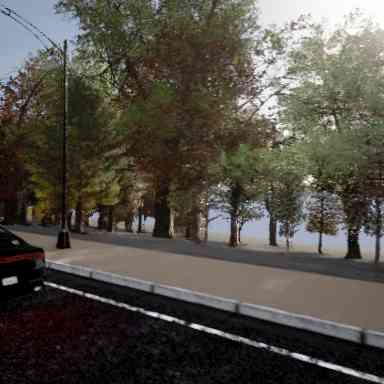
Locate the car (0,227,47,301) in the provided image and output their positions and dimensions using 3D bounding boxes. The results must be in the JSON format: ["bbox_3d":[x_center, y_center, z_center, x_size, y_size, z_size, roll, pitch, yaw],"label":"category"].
[{"bbox_3d":[-5.266,1.414,7.330,5.008,1.535,1.882,1,0,35],"label":"car"}]
